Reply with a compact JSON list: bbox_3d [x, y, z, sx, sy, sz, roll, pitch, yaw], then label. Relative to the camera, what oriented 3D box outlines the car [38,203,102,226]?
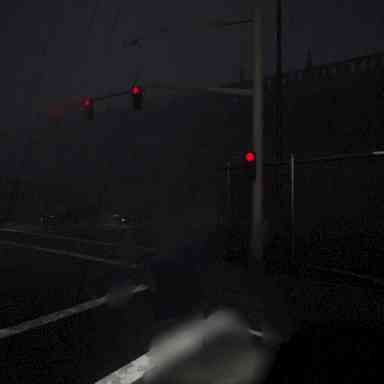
[{"bbox_3d":[-8.769,1.581,24.312,1.812,1.442,4.674,0,0,37],"label":"car"}]

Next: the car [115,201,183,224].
[{"bbox_3d":[-3.366,1.603,25.837,2.033,1.411,5.357,0,0,35],"label":"car"}]

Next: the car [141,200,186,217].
[{"bbox_3d":[-2.737,1.581,32.750,1.812,1.442,4.674,0,0,35],"label":"car"}]

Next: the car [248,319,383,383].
[{"bbox_3d":[2.971,1.547,1.848,5.357,1.411,2.033,0,0,36],"label":"car"}]
